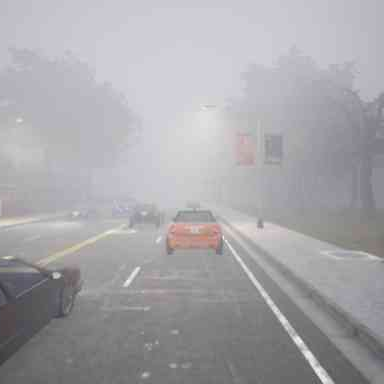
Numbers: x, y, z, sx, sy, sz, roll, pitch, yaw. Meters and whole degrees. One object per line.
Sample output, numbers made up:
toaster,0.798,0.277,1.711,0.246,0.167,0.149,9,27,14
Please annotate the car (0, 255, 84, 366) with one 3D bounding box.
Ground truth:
car,-3.151,1.573,4.420,2.033,1.411,5.357,0,0,0

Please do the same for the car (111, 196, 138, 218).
car,-6.524,1.455,33.554,2.150,2.045,5.566,0,-1,0

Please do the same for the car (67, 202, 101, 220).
car,-9.805,1.696,30.529,2.128,1.511,4.902,0,0,1

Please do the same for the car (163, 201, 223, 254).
car,0.094,1.436,14.076,2.097,1.767,4.553,0,0,0

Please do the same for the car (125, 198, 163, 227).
car,-3.156,1.506,24.044,2.097,1.767,4.553,0,0,0

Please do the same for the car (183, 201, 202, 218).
car,0.089,1.740,34.422,1.837,1.490,4.892,0,0,0
